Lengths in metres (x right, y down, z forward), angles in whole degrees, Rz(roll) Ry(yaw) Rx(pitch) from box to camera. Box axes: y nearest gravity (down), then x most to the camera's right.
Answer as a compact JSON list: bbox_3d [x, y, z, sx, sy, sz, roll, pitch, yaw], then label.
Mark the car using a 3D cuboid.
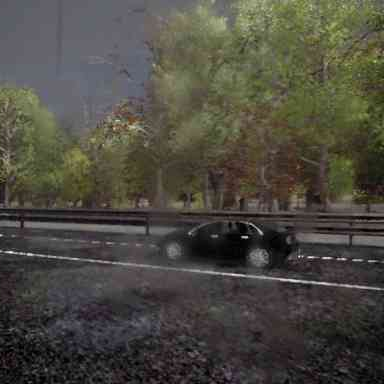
[{"bbox_3d":[1.120,1.615,11.309,4.892,1.490,1.837,-1,0,24],"label":"car"}]
